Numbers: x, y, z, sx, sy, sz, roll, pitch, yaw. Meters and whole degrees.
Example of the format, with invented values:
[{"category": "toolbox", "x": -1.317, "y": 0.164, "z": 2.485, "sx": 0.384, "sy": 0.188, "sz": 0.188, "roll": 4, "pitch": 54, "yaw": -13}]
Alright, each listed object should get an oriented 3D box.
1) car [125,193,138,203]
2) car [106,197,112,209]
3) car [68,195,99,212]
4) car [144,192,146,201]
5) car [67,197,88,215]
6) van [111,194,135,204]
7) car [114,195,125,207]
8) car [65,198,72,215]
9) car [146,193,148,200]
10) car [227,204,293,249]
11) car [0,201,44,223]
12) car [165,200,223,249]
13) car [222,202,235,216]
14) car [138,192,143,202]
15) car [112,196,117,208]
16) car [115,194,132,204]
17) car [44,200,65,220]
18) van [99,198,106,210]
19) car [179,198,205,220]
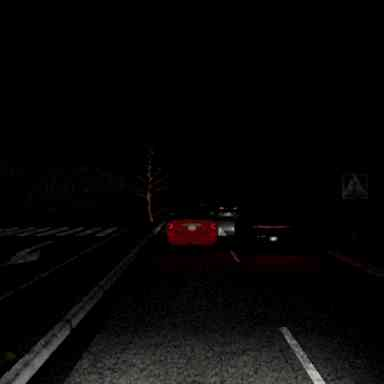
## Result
[{"category": "car", "x": -13.892, "y": 1.374, "z": 63.520, "sx": 5.566, "sy": 2.045, "sz": 2.435, "roll": -1, "pitch": 1, "yaw": -20}, {"category": "car", "x": -13.869, "y": 1.710, "z": 45.624, "sx": 4.674, "sy": 1.452, "sz": 2.002, "roll": -1, "pitch": 0, "yaw": -20}, {"category": "car", "x": -13.850, "y": 1.523, "z": 39.665, "sx": 4.553, "sy": 1.767, "sz": 2.185, "roll": -1, "pitch": 0, "yaw": -20}, {"category": "car", "x": -13.826, "y": 1.385, "z": 78.460, "sx": 4.553, "sy": 1.767, "sz": 2.185, "roll": -1, "pitch": 1, "yaw": -20}, {"category": "car", "x": -13.708, "y": 1.606, "z": 33.754, "sx": 5.366, "sy": 1.575, "sz": 1.946, "roll": -1, "pitch": -1, "yaw": -20}, {"category": "van", "x": -13.756, "y": 1.375, "z": 66.563, "sx": 4.442, "sy": 1.987, "sz": 1.878, "roll": -1, "pitch": 0, "yaw": -20}, {"category": "car", "x": -13.698, "y": 1.668, "z": 51.666, "sx": 5.366, "sy": 1.575, "sz": 1.946, "roll": -1, "pitch": 0, "yaw": -20}, {"category": "car", "x": -13.909, "y": 1.620, "z": 30.693, "sx": 4.792, "sy": 1.488, "sz": 2.163, "roll": -1, "pitch": 0, "yaw": -20}, {"category": "car", "x": -13.847, "y": 1.528, "z": 81.433, "sx": 4.674, "sy": 1.452, "sz": 2.002, "roll": -1, "pitch": 1, "yaw": -20}, {"category": "car", "x": 3.000, "y": 1.512, "z": 14.653, "sx": 2.128, "sy": 1.511, "sz": 4.902, "roll": 0, "pitch": 0, "yaw": 0}, {"category": "car", "x": -13.882, "y": 1.591, "z": 24.740, "sx": 4.674, "sy": 1.452, "sz": 2.002, "roll": -1, "pitch": 0, "yaw": -20}, {"category": "car", "x": 0.000, "y": 1.383, "z": 14.623, "sx": 2.097, "sy": 1.767, "sz": 4.553, "roll": 0, "pitch": 0, "yaw": 0}, {"category": "car", "x": 3.000, "y": 1.586, "z": 29.656, "sx": 2.128, "sy": 1.511, "sz": 4.902, "roll": 0, "pitch": 0, "yaw": 0}, {"category": "car", "x": -13.838, "y": 1.328, "z": 69.516, "sx": 5.566, "sy": 2.045, "sz": 2.435, "roll": -1, "pitch": 0, "yaw": -20}, {"category": "car", "x": -13.898, "y": 1.706, "z": 48.596, "sx": 4.792, "sy": 1.488, "sz": 2.163, "roll": -1, "pitch": 0, "yaw": -20}, {"category": "car", "x": -13.861, "y": 1.682, "z": 60.550, "sx": 4.674, "sy": 1.452, "sz": 2.002, "roll": -1, "pitch": 1, "yaw": -20}, {"category": "car", "x": -13.712, "y": 1.564, "z": 27.788, "sx": 5.366, "sy": 1.575, "sz": 1.946, "roll": -1, "pitch": -1, "yaw": -20}, {"category": "van", "x": -13.771, "y": 1.436, "z": 42.692, "sx": 4.442, "sy": 1.987, "sz": 1.878, "roll": -1, "pitch": -1, "yaw": -20}, {"category": "car", "x": 0.000, "y": 1.457, "z": 29.627, "sx": 2.097, "sy": 1.767, "sz": 4.553, "roll": 0, "pitch": 0, "yaw": 0}]
